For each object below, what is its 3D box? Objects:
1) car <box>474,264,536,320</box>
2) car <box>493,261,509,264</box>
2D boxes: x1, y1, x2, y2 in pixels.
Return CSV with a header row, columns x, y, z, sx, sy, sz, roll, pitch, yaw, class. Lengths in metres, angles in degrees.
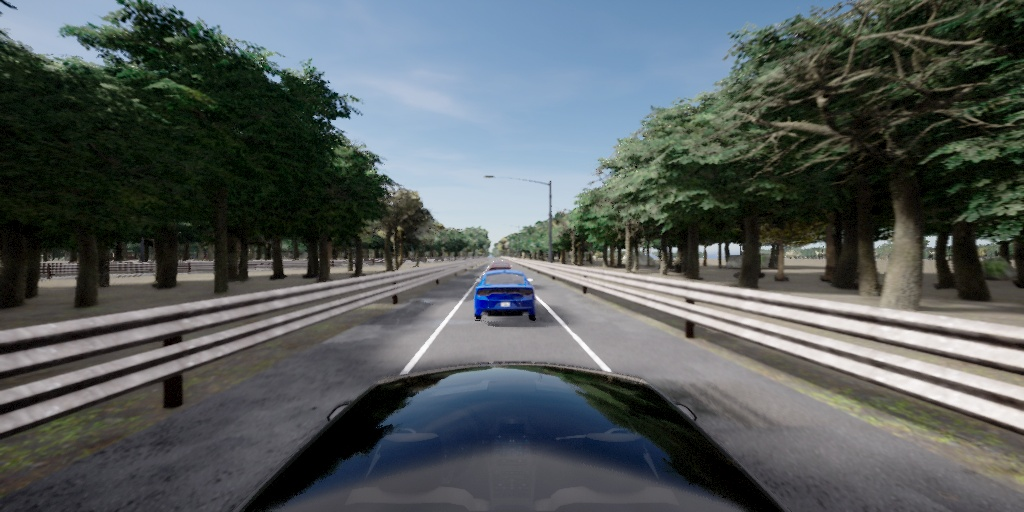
x,y,z,sx,sy,sz,roll,pitch,yaw,class
-0.268,1.225,12.647,1.882,1.535,5.008,0,0,-2,car
-0.964,1.211,31.060,1.882,1.535,5.008,0,0,-2,car
